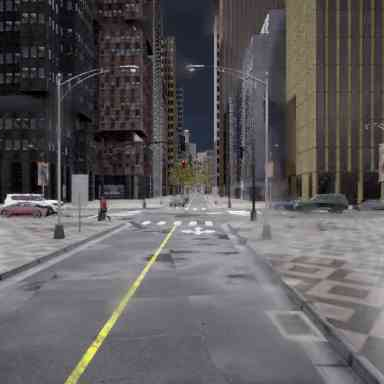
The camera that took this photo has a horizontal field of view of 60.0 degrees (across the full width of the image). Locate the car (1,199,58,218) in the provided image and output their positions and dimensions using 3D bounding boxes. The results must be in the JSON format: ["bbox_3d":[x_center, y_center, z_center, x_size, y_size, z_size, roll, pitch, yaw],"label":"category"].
[{"bbox_3d":[-14.500,1.558,29.425,4.181,1.385,1.994,0,0,1],"label":"car"}]

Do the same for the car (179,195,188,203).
[{"bbox_3d":[-1.759,1.493,70.802,1.837,1.490,4.892,0,0,1],"label":"car"}]

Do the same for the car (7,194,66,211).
[{"bbox_3d":[-15.420,1.209,32.693,5.566,2.045,2.150,0,0,1],"label":"car"}]

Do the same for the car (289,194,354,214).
[{"bbox_3d":[13.723,1.229,35.511,5.566,2.045,2.150,0,0,1],"label":"car"}]

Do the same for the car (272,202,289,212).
[{"bbox_3d":[11.803,1.600,38.805,4.718,1.301,1.895,0,0,1],"label":"car"}]

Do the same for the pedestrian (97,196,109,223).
[{"bbox_3d":[-6.012,1.139,22.539,0.375,1.860,0.375,0,0,1],"label":"pedestrian"}]

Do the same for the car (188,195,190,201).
[{"bbox_3d":[-1.994,1.485,60.618,2.128,1.511,4.902,0,0,1],"label":"car"}]

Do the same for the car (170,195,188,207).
[{"bbox_3d":[-2.183,1.347,50.569,2.097,1.767,4.553,0,0,1],"label":"car"}]

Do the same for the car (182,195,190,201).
[{"bbox_3d":[-1.522,1.457,85.343,1.882,1.535,5.008,0,0,1],"label":"car"}]

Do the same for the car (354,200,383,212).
[{"bbox_3d":[20.953,1.574,38.605,4.181,1.385,1.994,0,0,1],"label":"car"}]
